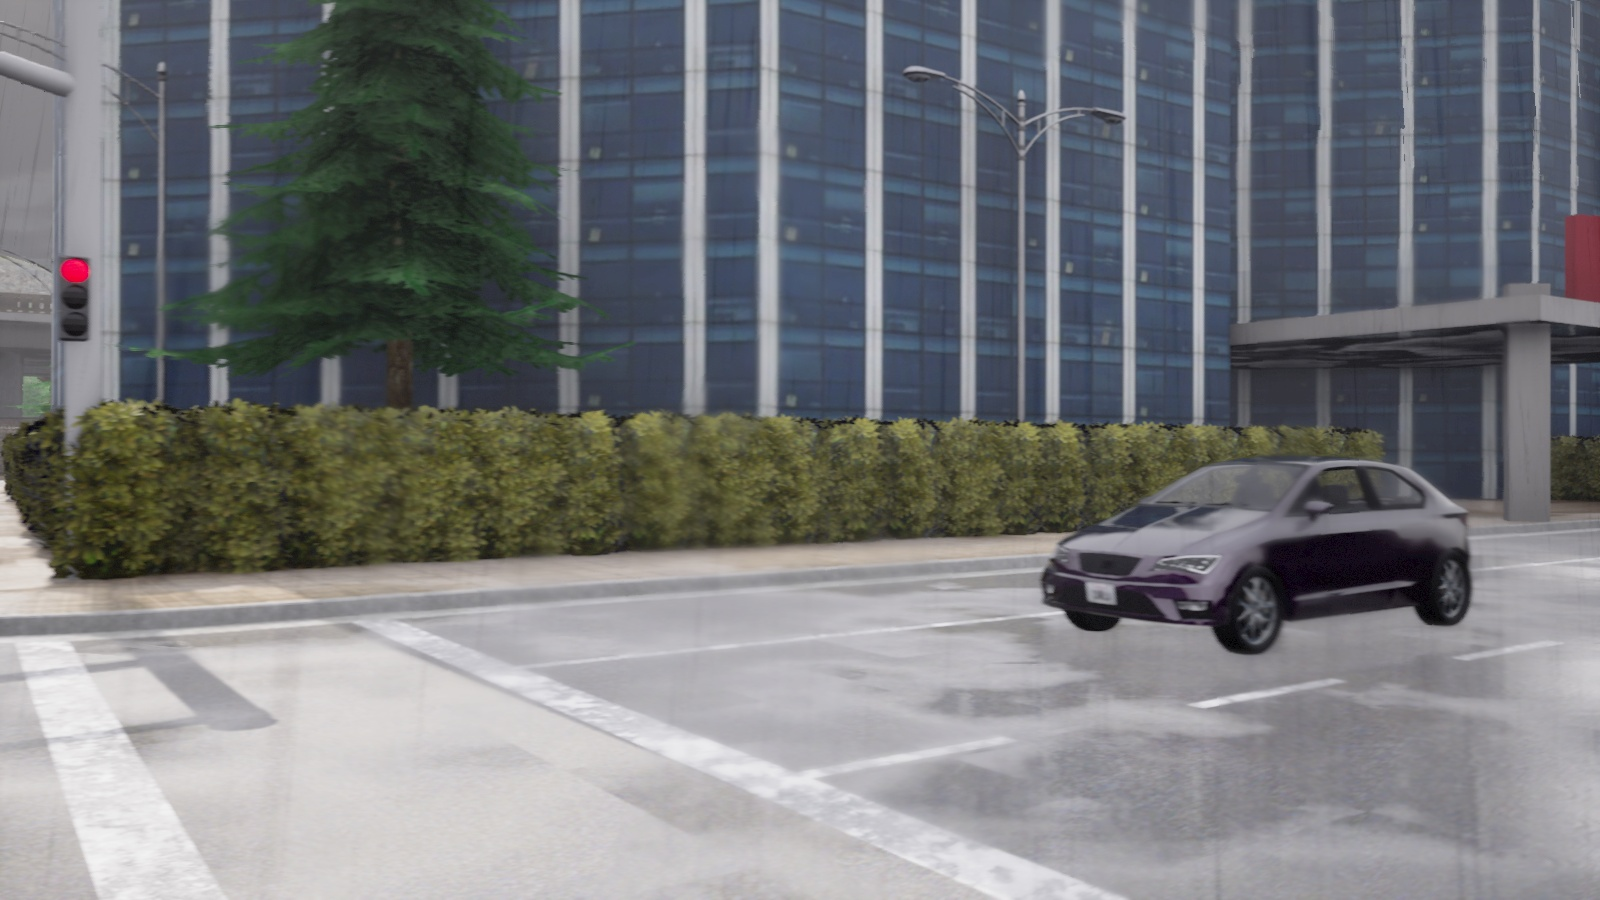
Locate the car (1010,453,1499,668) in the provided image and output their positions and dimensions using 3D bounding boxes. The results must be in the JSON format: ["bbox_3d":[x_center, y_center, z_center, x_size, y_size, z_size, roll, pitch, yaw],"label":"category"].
[{"bbox_3d":[3.953,0.776,10.674,4.193,1.474,1.816,0,0,-35],"label":"car"}]
